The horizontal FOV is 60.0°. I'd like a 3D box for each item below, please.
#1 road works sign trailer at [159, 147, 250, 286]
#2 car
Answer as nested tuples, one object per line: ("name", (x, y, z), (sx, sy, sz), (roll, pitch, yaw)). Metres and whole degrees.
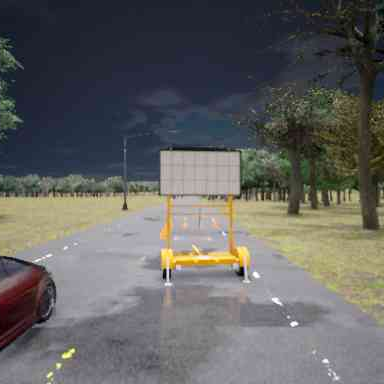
("road works sign trailer", (0.217, 0.519, 9.710), (2.380, 3.560, 2.880), (0, 0, -8))
("car", (-3.488, 1.589, 4.469), (1.994, 1.385, 4.181), (0, 0, 0))
